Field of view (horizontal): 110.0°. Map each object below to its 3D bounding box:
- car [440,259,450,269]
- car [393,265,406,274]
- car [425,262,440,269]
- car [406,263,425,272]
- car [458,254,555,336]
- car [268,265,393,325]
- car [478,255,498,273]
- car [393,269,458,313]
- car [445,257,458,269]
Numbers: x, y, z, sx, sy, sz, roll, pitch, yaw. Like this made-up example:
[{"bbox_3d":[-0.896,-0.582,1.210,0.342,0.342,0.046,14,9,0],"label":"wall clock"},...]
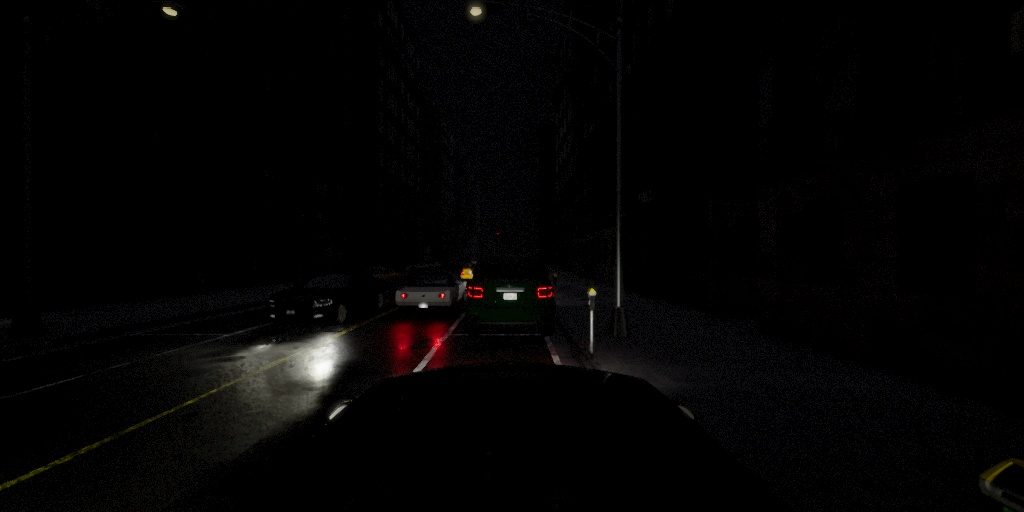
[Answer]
[{"bbox_3d":[-8.408,1.295,38.870,2.007,1.370,4.403,0,0,0],"label":"car"},{"bbox_3d":[-8.408,1.275,22.461,1.751,1.417,4.829,0,0,0],"label":"car"},{"bbox_3d":[-8.408,1.298,33.457,2.007,1.370,4.403,0,0,0],"label":"car"},{"bbox_3d":[-8.408,1.331,28.044,1.802,1.307,4.207,0,0,0],"label":"car"},{"bbox_3d":[-0.039,0.978,10.530,2.150,2.045,5.566,0,0,0],"label":"car"},{"bbox_3d":[-5.870,1.227,12.012,1.882,1.535,5.008,0,0,0],"label":"car"},{"bbox_3d":[-2.920,0.962,44.793,2.150,2.045,5.566,0,0,0],"label":"car"},{"bbox_3d":[-2.921,1.351,14.069,1.895,1.301,4.718,0,0,0],"label":"car"},{"bbox_3d":[-8.408,1.052,49.696,2.192,1.841,5.009,0,0,0],"label":"car"}]
